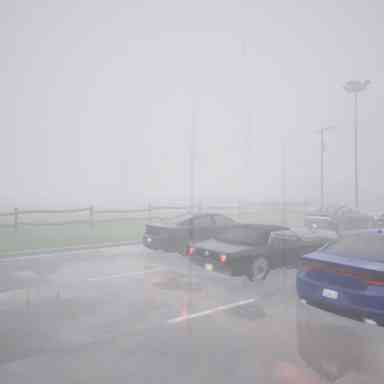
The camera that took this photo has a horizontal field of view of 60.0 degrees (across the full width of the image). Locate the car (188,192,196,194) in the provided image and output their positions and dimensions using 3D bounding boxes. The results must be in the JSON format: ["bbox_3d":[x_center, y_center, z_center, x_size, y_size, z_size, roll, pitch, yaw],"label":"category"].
[{"bbox_3d":[0.684,1.121,75.667,2.150,2.045,5.566,0,0,-36],"label":"car"}]

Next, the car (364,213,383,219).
[{"bbox_3d":[10.199,1.501,15.364,4.892,1.490,1.837,0,0,-36],"label":"car"}]

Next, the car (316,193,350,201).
[{"bbox_3d":[21.964,1.211,52.390,2.150,2.045,5.566,0,0,-36],"label":"car"}]

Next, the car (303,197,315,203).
[{"bbox_3d":[14.017,1.555,45.448,1.994,1.385,4.181,0,0,-36],"label":"car"}]

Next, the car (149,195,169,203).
[{"bbox_3d":[-7.345,1.456,68.858,1.812,1.442,4.674,0,0,-36],"label":"car"}]

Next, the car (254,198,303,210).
[{"bbox_3d":[11.187,1.539,43.385,2.033,1.411,5.357,0,0,-36],"label":"car"}]

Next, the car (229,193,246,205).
[{"bbox_3d":[6.807,1.214,61.251,2.150,2.045,5.566,0,0,-36],"label":"car"}]

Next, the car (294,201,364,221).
[{"bbox_3d":[8.153,1.487,18.205,4.902,1.511,2.128,0,0,-36],"label":"car"}]

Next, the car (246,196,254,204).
[{"bbox_3d":[9.909,1.482,62.963,2.128,1.511,4.902,0,0,-36],"label":"car"}]

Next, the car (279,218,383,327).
[{"bbox_3d":[4.223,1.476,6.767,5.008,1.535,1.882,0,0,-36],"label":"car"}]

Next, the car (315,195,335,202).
[{"bbox_3d":[16.935,1.537,47.386,2.033,1.411,5.357,0,0,-36],"label":"car"}]

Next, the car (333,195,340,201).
[{"bbox_3d":[19.343,1.553,50.031,1.994,1.385,4.181,0,0,-36],"label":"car"}]

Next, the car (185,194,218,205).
[{"bbox_3d":[1.581,1.483,56.521,2.128,1.511,4.902,0,0,-36],"label":"car"}]

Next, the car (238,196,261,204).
[{"bbox_3d":[11.448,1.514,66.864,1.812,1.442,4.674,0,0,-36],"label":"car"}]

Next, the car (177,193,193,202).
[{"bbox_3d":[-2.724,1.407,74.396,2.033,1.411,5.357,0,0,-36],"label":"car"}]

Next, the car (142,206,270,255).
[{"bbox_3d":[0.560,1.476,12.755,5.008,1.535,1.882,0,0,-36],"label":"car"}]

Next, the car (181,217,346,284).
[{"bbox_3d":[2.231,1.599,9.647,4.718,1.301,1.895,0,0,-35],"label":"car"}]

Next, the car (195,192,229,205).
[{"bbox_3d":[3.560,1.214,59.757,2.150,2.045,5.566,0,0,-36],"label":"car"}]

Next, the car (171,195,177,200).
[{"bbox_3d":[-6.040,1.342,73.000,1.837,1.490,4.892,0,0,-36],"label":"car"}]
